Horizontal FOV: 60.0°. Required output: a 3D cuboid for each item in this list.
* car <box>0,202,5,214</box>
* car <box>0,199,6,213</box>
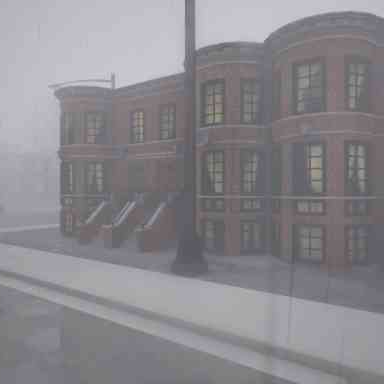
[{"bbox_3d":[-20.553,1.564,32.362,1.994,1.385,4.181,0,0,35],"label":"car"},{"bbox_3d":[-22.722,1.504,35.353,1.837,1.490,4.892,0,0,36],"label":"car"}]
